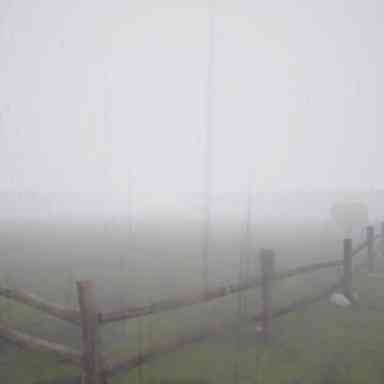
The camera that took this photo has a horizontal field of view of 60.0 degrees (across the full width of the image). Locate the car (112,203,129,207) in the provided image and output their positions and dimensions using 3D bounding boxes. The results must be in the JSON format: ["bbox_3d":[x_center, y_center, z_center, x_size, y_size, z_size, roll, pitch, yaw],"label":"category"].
[{"bbox_3d":[-15.553,2.941,71.071,1.882,1.535,5.008,-2,-2,36],"label":"car"}]
